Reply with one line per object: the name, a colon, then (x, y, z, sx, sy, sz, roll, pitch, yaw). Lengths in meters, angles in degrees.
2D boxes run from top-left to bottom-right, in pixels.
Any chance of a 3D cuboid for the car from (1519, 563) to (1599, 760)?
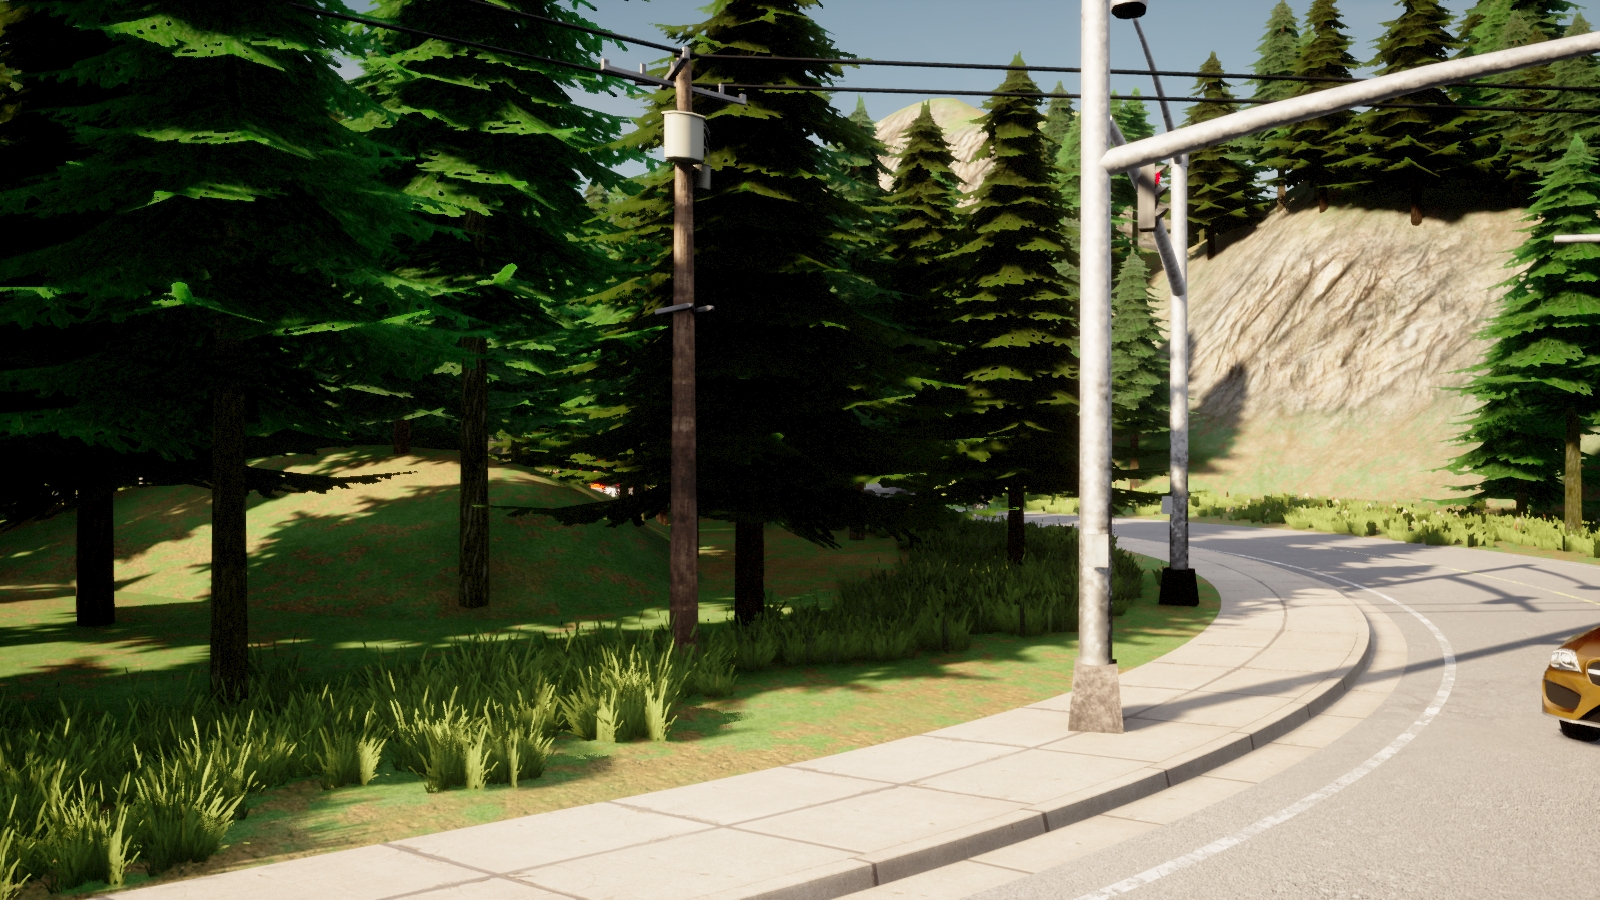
car: (9.577, 1.970, 11.147, 5.027, 1.651, 2.152, 0, 0, -29)
